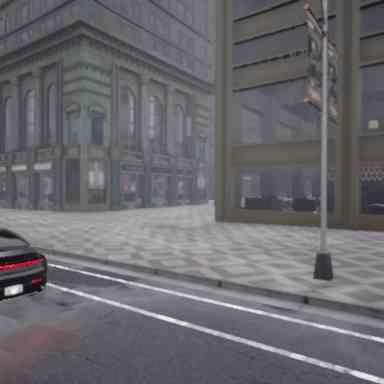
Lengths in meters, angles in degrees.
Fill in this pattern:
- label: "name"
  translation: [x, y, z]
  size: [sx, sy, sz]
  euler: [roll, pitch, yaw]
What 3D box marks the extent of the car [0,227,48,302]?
- label: "car"
  translation: [-5.134, 1.489, 7.340]
  size: [4.892, 1.490, 1.837]
  euler: [0, 0, 36]
